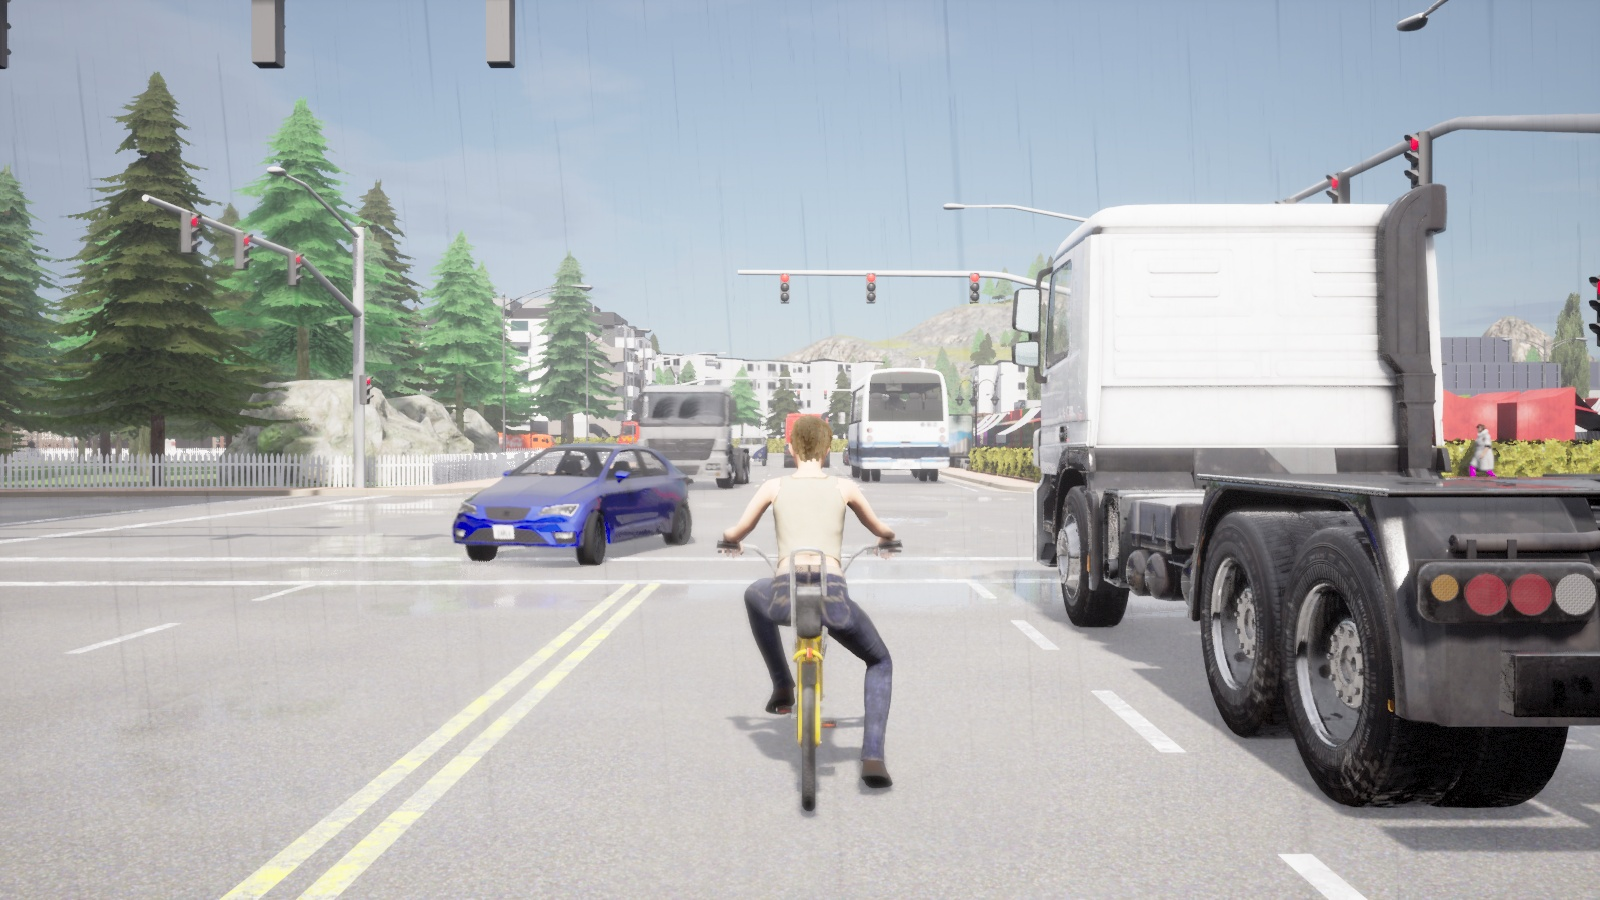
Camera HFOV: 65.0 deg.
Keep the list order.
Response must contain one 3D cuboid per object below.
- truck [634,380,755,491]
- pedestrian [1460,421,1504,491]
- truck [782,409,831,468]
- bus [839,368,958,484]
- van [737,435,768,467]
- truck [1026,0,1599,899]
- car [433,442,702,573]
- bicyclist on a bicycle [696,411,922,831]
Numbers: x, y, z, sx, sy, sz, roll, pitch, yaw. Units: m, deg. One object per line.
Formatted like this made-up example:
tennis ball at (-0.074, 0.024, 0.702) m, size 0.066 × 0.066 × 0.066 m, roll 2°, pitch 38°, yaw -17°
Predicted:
truck at (-3.447, -0.482, 43.064) m, size 2.891 × 3.462 × 7.936 m, roll 0°, pitch 0°, yaw 4°
pedestrian at (19.114, 0.162, 35.197) m, size 0.873 × 1.952 × 0.659 m, roll 0°, pitch 0°, yaw 0°
truck at (0.429, -0.674, 77.772) m, size 2.891 × 3.462 × 7.936 m, roll 0°, pitch 0°, yaw 1°
bus at (3.808, -0.918, 51.533) m, size 3.944 × 4.253 × 10.273 m, roll 0°, pitch 0°, yaw -1°
van at (-3.043, 0.039, 81.058) m, size 1.775 × 1.987 × 4.442 m, roll 0°, pitch 0°, yaw 0°
truck at (3.559, -0.277, 7.884) m, size 2.891 × 3.462 × 7.936 m, roll 0°, pitch 0°, yaw 0°
car at (-2.907, 0.647, 16.705) m, size 1.816 × 1.474 × 4.193 m, roll 0°, pitch 1°, yaw 17°
bicyclist on a bicycle at (0.042, 0.652, 5.576) m, size 0.866 × 1.612 × 1.509 m, roll 0°, pitch 0°, yaw 1°
